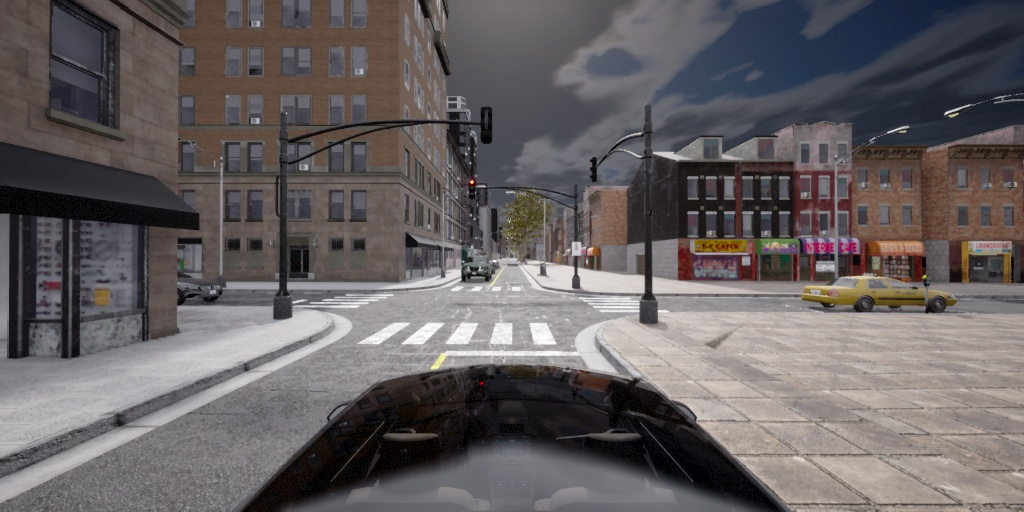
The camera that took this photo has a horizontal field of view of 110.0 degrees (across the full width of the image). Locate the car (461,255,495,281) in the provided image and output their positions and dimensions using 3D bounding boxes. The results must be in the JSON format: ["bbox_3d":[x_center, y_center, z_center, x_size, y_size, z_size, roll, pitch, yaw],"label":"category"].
[{"bbox_3d":[-2.856,0.958,29.829,2.150,2.045,5.566,0,0,0],"label":"car"}]

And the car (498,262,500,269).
[{"bbox_3d":[-2.844,1.289,53.510,1.994,1.385,4.181,0,0,0],"label":"car"}]

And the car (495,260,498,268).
[{"bbox_3d":[-2.868,1.294,39.784,1.994,1.385,4.181,0,0,-1],"label":"car"}]

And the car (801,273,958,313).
[{"bbox_3d":[13.881,1.346,13.655,4.829,1.417,1.751,0,0,0],"label":"car"}]

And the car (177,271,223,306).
[{"bbox_3d":[-14.412,1.195,14.481,4.674,1.442,1.812,0,0,0],"label":"car"}]
